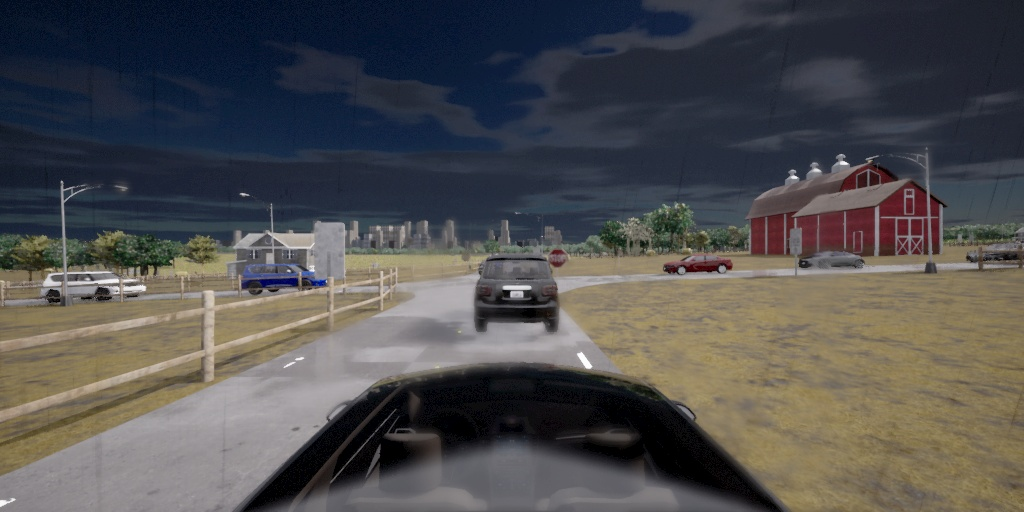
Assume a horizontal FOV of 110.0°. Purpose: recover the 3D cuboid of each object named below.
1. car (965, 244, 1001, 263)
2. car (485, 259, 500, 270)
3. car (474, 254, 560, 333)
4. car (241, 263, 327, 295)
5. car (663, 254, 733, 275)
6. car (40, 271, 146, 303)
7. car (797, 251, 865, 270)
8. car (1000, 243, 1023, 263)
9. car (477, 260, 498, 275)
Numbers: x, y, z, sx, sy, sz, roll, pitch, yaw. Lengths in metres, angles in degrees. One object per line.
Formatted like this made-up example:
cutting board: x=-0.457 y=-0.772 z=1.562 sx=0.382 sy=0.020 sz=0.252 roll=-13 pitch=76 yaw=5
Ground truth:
car: x=38.404 y=-0.240 z=27.862 sx=4.902 sy=1.511 sz=2.128 roll=-2 pitch=0 yaw=0
car: x=-2.747 y=1.249 z=52.254 sx=1.882 sy=1.535 sz=5.008 roll=0 pitch=0 yaw=0
car: x=0.121 y=0.973 z=10.894 sx=2.150 sy=2.045 sz=5.566 roll=0 pitch=0 yaw=0
car: x=-15.687 y=1.530 z=24.984 sx=5.566 sy=2.045 sz=2.150 roll=-2 pitch=0 yaw=-1
car: x=14.366 y=0.624 z=27.893 sx=5.008 sy=1.535 sz=1.882 roll=-2 pitch=0 yaw=0
car: x=-29.071 y=2.066 z=24.963 sx=5.566 sy=2.045 sz=2.150 roll=-2 pitch=0 yaw=0
car: x=24.665 y=0.329 z=27.883 sx=4.181 sy=1.385 sz=1.994 roll=-2 pitch=0 yaw=0
car: x=37.747 y=-0.182 z=24.932 sx=4.674 sy=1.442 sz=1.812 roll=-2 pitch=0 yaw=0
car: x=-2.734 y=1.252 z=40.582 sx=2.128 sy=1.511 sz=4.902 roll=0 pitch=0 yaw=-1
